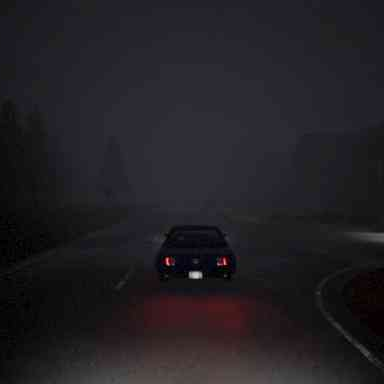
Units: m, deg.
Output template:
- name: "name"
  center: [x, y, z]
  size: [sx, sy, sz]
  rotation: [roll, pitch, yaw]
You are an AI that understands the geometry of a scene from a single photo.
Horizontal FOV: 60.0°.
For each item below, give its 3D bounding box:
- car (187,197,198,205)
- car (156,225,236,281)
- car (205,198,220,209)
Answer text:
- name: "car"
  center: [0.093, 1.740, 63.069]
  size: [1.837, 1.490, 4.892]
  rotation: [0, 0, 0]
- name: "car"
  center: [0.093, 1.637, 9.914]
  size: [1.895, 1.301, 4.718]
  rotation: [0, 0, 0]
- name: "car"
  center: [2.966, 1.639, 49.294]
  size: [1.816, 1.474, 4.193]
  rotation: [-6, 0, -2]
